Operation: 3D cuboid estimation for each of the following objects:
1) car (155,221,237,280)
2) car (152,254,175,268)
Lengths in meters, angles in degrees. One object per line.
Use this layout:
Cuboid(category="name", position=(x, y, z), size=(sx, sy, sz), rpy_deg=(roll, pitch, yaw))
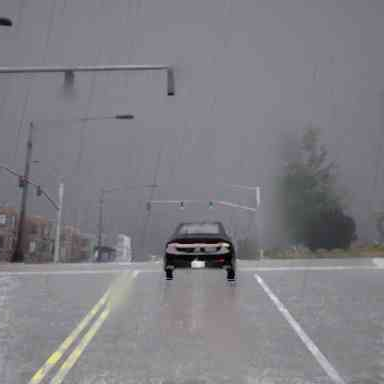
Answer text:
Cuboid(category="car", position=(0.314, 1.651, 10.140), size=(2.128, 1.511, 4.902), rpy_deg=(-1, -5, 4))
Cuboid(category="car", position=(-3.411, 8.512, 41.015), size=(2.128, 1.511, 4.902), rpy_deg=(-2, -13, 4))
